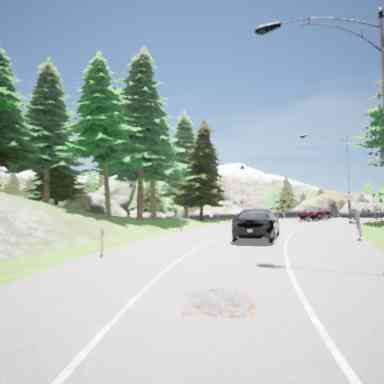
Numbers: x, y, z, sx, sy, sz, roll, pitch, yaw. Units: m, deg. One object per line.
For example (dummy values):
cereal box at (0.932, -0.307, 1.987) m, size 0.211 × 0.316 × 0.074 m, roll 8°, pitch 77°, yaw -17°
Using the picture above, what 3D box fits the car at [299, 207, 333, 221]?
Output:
car at (12.295, 2.139, 32.824) m, size 1.895 × 1.301 × 4.718 m, roll -4°, pitch -4°, yaw 39°

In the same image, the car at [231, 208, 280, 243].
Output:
car at (3.287, 1.553, 16.677) m, size 1.882 × 1.535 × 5.008 m, roll -2°, pitch -1°, yaw 19°
